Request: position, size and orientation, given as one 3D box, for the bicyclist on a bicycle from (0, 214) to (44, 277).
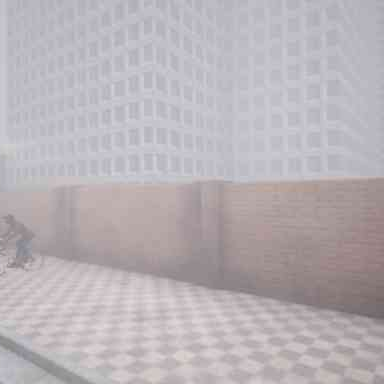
[{"bbox_3d":[-4.734,1.423,8.919,0.582,1.620,1.656,-1,-2,37],"label":"bicyclist on a bicycle"}]
